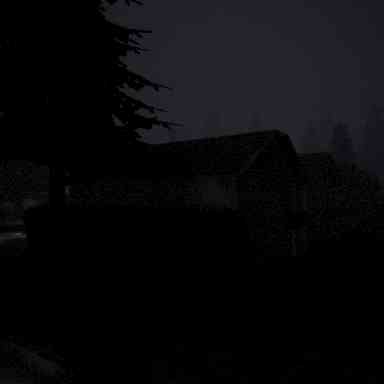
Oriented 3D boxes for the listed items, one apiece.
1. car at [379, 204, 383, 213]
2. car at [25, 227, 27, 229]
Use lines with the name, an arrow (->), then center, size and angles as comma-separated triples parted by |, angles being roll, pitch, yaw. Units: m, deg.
car -> 22.620, 2.039, 41.475 | 4.902, 1.511, 2.128 | -1, -1, 29
car -> -9.408, 1.868, 23.729 | 2.097, 1.767, 4.553 | -1, -1, 36
